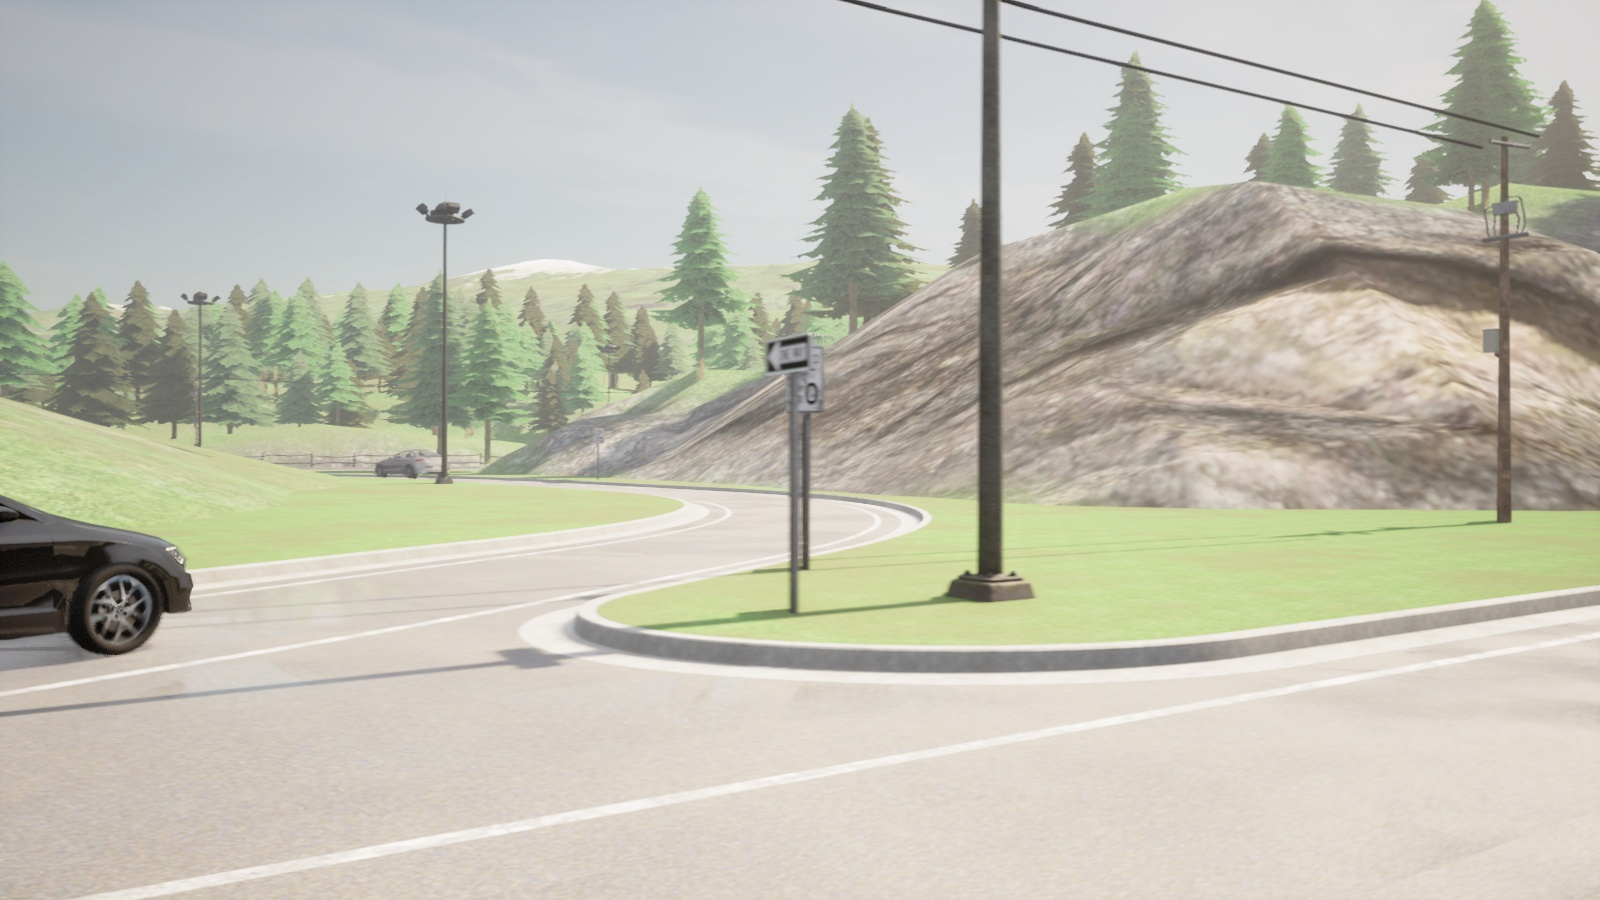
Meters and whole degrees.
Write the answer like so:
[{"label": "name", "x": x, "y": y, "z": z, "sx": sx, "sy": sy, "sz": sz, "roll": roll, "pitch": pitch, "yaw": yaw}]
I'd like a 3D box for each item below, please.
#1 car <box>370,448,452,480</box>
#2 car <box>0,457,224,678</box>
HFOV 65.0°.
[{"label": "car", "x": -21.262, "y": 0.737, "z": 68.558, "sx": 5.027, "sy": 1.651, "sz": 2.152, "roll": 0, "pitch": 0, "yaw": 44}, {"label": "car", "x": -6.365, "y": 0.793, "z": 8.485, "sx": 1.816, "sy": 1.474, "sz": 4.193, "roll": 0, "pitch": 0, "yaw": 31}]
